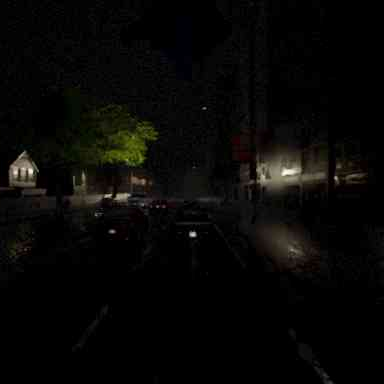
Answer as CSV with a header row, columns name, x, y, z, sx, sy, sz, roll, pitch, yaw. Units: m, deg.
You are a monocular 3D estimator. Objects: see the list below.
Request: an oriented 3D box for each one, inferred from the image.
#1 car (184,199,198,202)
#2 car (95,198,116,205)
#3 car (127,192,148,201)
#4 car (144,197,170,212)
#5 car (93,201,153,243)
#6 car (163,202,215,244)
name,x,y,z,sx,sy,sz,roll,pitch,yaw
car,-0.093,1.485,38.310,1.895,1.301,4.718,0,0,0
car,-10.047,1.427,39.492,2.033,1.411,5.357,0,0,0
car,-6.803,1.089,42.410,2.150,2.045,5.566,0,0,0
car,-3.323,1.446,34.430,2.033,1.411,5.357,0,0,0
car,-3.228,1.437,15.871,1.882,1.535,5.008,0,0,0
car,0.024,1.452,15.468,2.128,1.511,4.902,0,0,0
